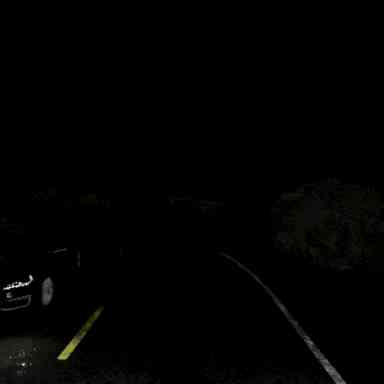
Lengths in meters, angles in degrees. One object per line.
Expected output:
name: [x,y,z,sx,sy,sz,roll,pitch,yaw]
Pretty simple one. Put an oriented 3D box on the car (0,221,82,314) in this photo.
car: [-3.867,1.500,7.790,1.837,1.490,4.892,0,0,-7]
